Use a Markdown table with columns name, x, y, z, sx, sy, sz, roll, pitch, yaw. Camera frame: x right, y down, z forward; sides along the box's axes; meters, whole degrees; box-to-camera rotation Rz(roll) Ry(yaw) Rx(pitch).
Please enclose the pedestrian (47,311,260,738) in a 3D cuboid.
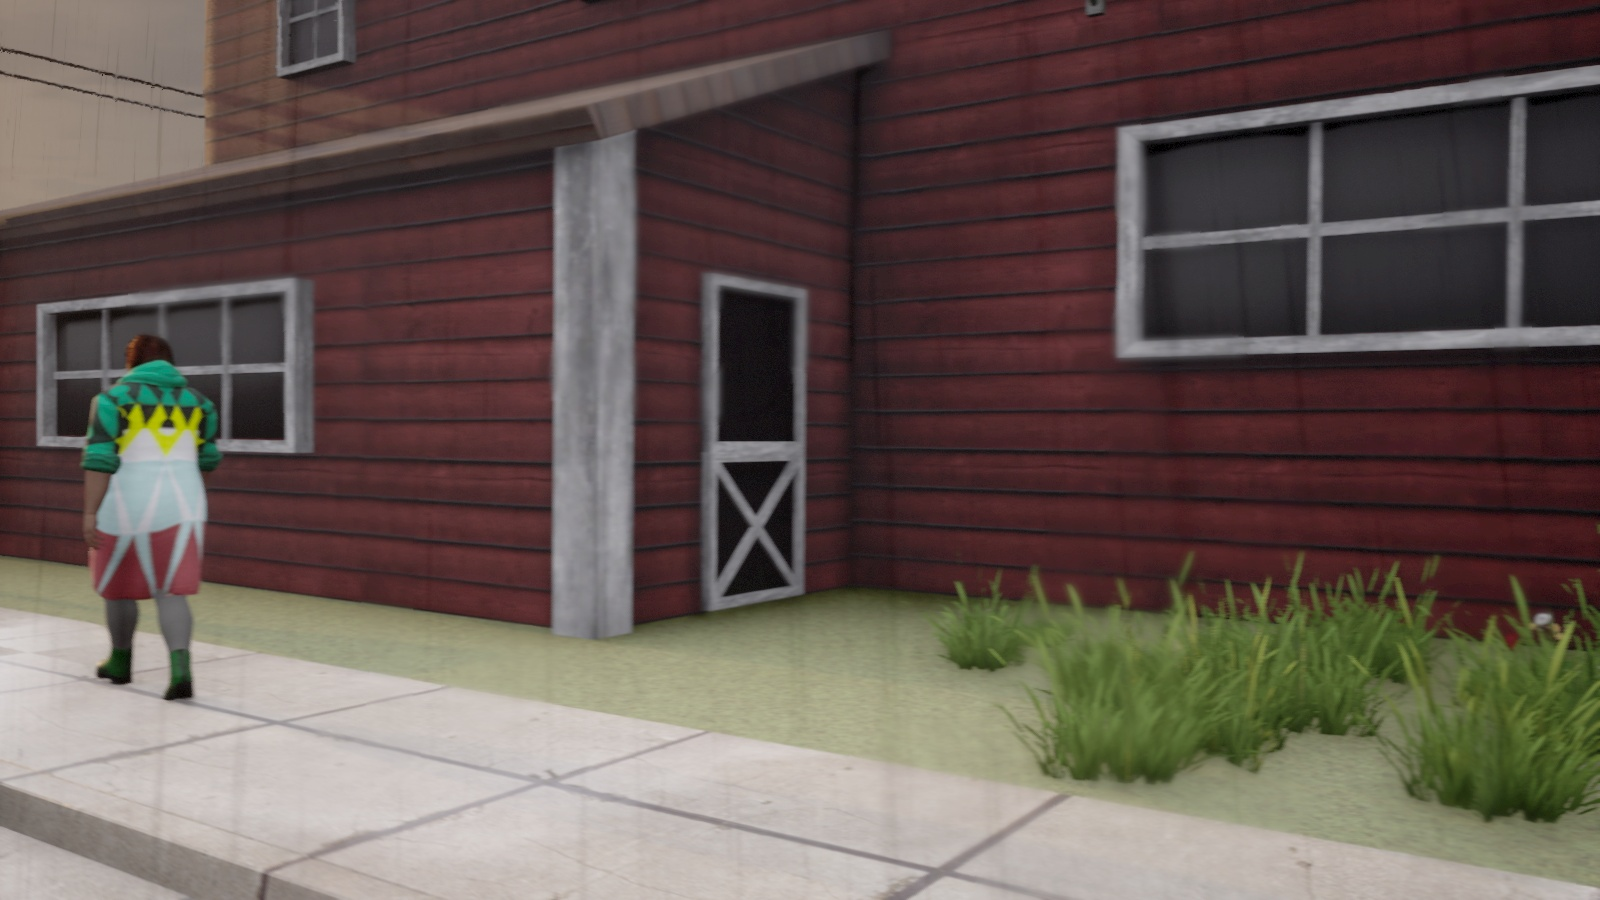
| name | x | y | z | sx | sy | sz | roll | pitch | yaw |
| --- | --- | --- | --- | --- | --- | --- | --- | --- | --- |
| pedestrian | -3.237 | 0.337 | 6.278 | 0.873 | 1.952 | 0.659 | 0 | 1 | 43 |
